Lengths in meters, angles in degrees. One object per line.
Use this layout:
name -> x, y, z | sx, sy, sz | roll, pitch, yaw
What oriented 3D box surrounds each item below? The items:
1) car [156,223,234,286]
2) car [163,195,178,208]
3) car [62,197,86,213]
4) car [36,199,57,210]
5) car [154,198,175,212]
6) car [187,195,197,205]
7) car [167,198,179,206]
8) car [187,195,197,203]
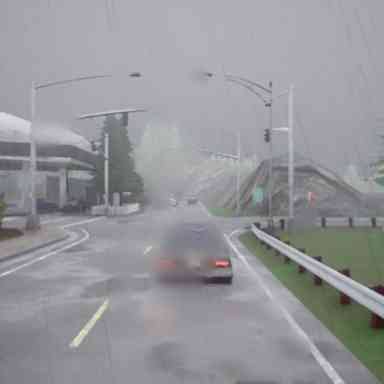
car -> 0.075, 1.599, 9.590 | 2.033, 1.411, 5.357 | 0, 0, 0
car -> -3.579, 1.496, 52.215 | 2.150, 2.045, 5.566 | 0, 0, 0
car -> -14.521, 1.530, 41.176 | 1.905, 1.878, 3.866 | 0, 0, -1
car -> -20.227, 1.719, 45.454 | 2.242, 1.667, 4.611 | 0, 0, -1
car -> -3.588, 1.768, 41.857 | 2.033, 1.411, 5.357 | 0, 0, 0
car -> 0.090, 1.849, 70.512 | 1.882, 1.535, 5.008 | 0, 0, 0
car -> -3.542, 1.878, 62.860 | 2.033, 1.411, 5.357 | 0, 0, 0
car -> 0.006, 1.650, 80.723 | 2.150, 2.045, 5.566 | 0, 0, -2
